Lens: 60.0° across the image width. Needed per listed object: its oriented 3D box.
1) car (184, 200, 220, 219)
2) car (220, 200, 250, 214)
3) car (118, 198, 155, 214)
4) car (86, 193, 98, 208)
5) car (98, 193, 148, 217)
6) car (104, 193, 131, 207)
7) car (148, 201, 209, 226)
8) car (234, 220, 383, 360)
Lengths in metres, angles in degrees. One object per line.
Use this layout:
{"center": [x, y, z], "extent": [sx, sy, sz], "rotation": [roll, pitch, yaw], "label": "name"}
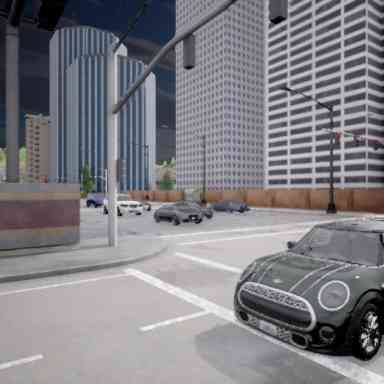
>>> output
{"center": [-0.091, 1.495, 28.420], "extent": [1.837, 1.490, 4.892], "rotation": [0, 0, -35], "label": "car"}
{"center": [3.734, 1.534, 35.414], "extent": [2.033, 1.411, 5.357], "rotation": [0, 0, -35], "label": "car"}
{"center": [-6.260, 1.481, 37.178], "extent": [2.128, 1.511, 4.902], "rotation": [0, 0, -35], "label": "car"}
{"center": [-13.266, 1.203, 47.150], "extent": [2.150, 2.045, 5.566], "rotation": [0, 1, -36], "label": "car"}
{"center": [-6.716, 1.212, 31.747], "extent": [2.150, 2.045, 5.566], "rotation": [0, 0, -35], "label": "car"}
{"center": [-11.558, 1.210, 51.116], "extent": [2.150, 2.045, 5.566], "rotation": [0, 0, -35], "label": "car"}
{"center": [-1.055, 1.556, 23.713], "extent": [1.994, 1.385, 4.181], "rotation": [0, 0, -35], "label": "car"}
{"center": [2.919, 1.349, 6.072], "extent": [4.553, 1.767, 2.097], "rotation": [0, 0, -35], "label": "car"}
